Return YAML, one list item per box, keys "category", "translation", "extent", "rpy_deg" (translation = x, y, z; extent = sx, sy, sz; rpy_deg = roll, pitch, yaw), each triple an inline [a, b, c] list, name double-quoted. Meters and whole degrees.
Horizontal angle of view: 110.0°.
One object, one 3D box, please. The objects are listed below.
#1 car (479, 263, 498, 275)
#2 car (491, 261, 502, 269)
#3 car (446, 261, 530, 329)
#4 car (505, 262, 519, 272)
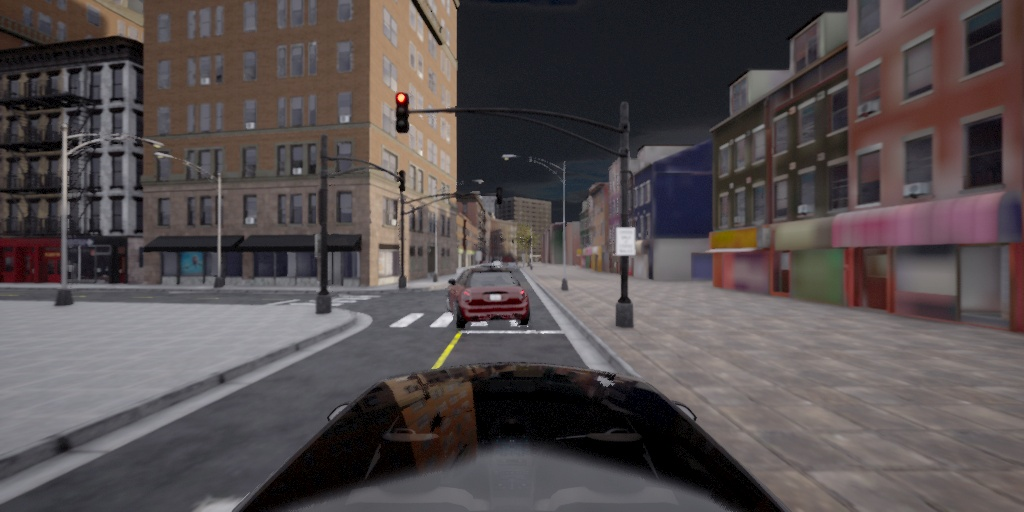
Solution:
- category: "car"
  translation: [-2.824, 1.559, 44.119]
  extent: [1.994, 1.385, 4.181]
  rpy_deg: [0, 0, 0]
- category: "car"
  translation: [-2.730, 1.654, 64.953]
  extent: [1.812, 1.442, 4.674]
  rpy_deg: [0, -1, 0]
- category: "car"
  translation: [-0.963, 1.158, 11.812]
  extent: [2.097, 1.767, 4.553]
  rpy_deg: [0, 0, -14]
- category: "car"
  translation: [0.019, 1.610, 55.100]
  extent: [2.033, 1.411, 5.357]
  rpy_deg: [0, 0, 0]
